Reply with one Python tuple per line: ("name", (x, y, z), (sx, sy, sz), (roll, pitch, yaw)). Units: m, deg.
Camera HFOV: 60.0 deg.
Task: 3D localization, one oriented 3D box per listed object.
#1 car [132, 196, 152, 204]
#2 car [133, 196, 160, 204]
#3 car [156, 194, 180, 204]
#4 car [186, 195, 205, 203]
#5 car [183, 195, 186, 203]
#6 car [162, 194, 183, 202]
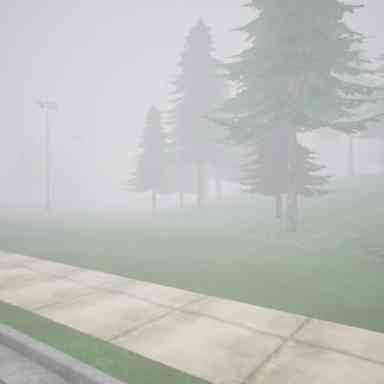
("car", (-8.380, 1.456, 59.767), (2.033, 1.411, 5.357), (0, 0, 37))
("car", (-8.861, 1.449, 65.004), (2.033, 1.411, 5.357), (0, 0, 37))
("car", (-4.376, 1.517, 59.253), (1.895, 1.301, 4.718), (0, 0, 37))
("car", (1.452, 1.268, 67.263), (2.097, 1.767, 4.553), (0, 0, 36))
("car", (-1.367, 1.261, 69.337), (2.097, 1.767, 4.553), (0, 0, 36))
("car", (-4.186, 1.246, 71.411), (2.097, 1.767, 4.553), (0, 0, 36))
